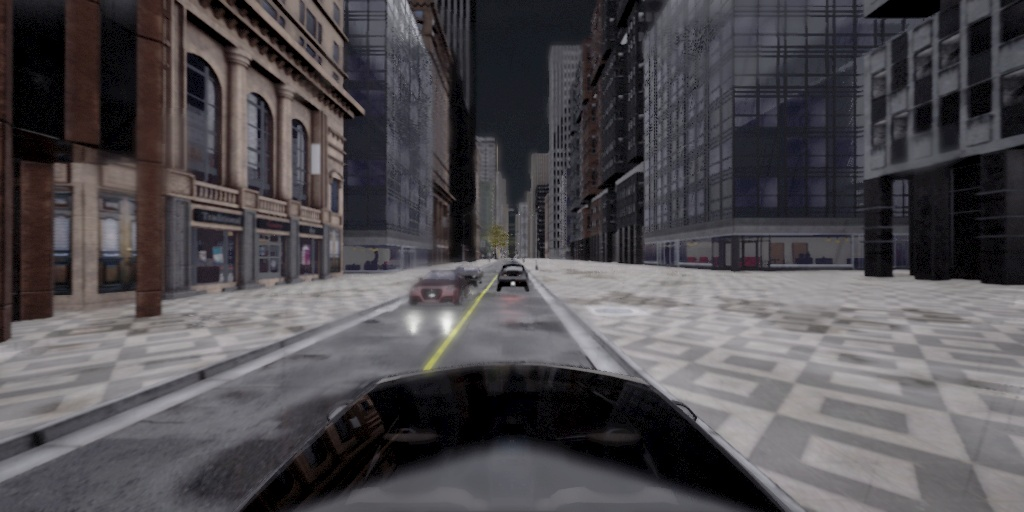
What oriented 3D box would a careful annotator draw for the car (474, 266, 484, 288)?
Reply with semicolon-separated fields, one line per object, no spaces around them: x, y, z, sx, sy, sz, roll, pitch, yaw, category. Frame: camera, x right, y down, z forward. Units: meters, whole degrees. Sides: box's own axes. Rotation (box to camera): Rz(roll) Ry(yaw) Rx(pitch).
-2.992;1.325;23.937;1.895;1.301;4.718;0;0;0;car

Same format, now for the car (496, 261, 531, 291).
0.072;1.233;21.732;1.837;1.490;4.892;0;0;0;car

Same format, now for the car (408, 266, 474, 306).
-3.025;1.299;15.565;1.994;1.385;4.181;0;0;0;car
